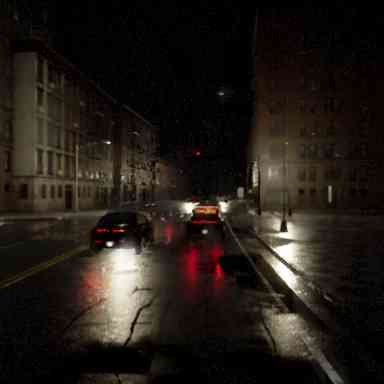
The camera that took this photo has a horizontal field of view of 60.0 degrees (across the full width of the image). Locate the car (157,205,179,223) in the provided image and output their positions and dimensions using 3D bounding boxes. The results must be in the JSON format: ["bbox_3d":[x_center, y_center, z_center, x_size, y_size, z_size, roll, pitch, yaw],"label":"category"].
[{"bbox_3d":[-1.997,1.693,26.520,1.895,1.301,4.718,0,0,4],"label":"car"}]

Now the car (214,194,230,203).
[{"bbox_3d":[6.696,1.421,74.185,2.150,2.045,5.566,0,0,10],"label":"car"}]

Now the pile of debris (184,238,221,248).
[{"bbox_3d":[0.470,2.229,14.712,1.500,0.140,1.860,0,0,3],"label":"pile of debris"}]

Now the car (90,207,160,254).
[{"bbox_3d":[-2.689,1.548,13.737,1.837,1.490,4.892,0,-1,2],"label":"car"}]

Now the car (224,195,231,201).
[{"bbox_3d":[10.062,1.666,94.150,1.812,1.442,4.674,0,0,10],"label":"car"}]

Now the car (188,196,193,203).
[{"bbox_3d":[0.474,1.717,76.411,1.812,1.442,4.674,0,0,9],"label":"car"}]

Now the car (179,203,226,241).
[{"bbox_3d":[0.708,1.550,17.066,2.128,1.511,4.902,0,0,3],"label":"car"}]

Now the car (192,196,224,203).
[{"bbox_3d":[1.357,1.453,27.808,2.097,1.767,4.553,0,0,4],"label":"car"}]

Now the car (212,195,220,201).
[{"bbox_3d":[6.857,1.640,94.692,1.837,1.490,4.892,0,0,10],"label":"car"}]

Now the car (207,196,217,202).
[{"bbox_3d":[5.256,1.744,85.221,2.033,1.411,5.357,0,0,10],"label":"car"}]

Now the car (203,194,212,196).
[{"bbox_3d":[3.584,1.420,75.302,2.150,2.045,5.566,0,0,10],"label":"car"}]
